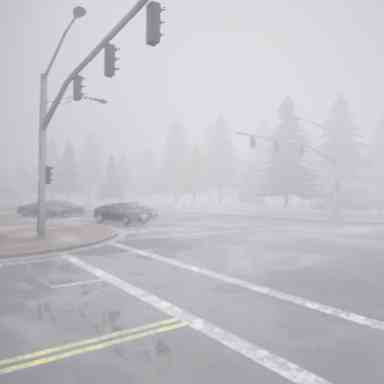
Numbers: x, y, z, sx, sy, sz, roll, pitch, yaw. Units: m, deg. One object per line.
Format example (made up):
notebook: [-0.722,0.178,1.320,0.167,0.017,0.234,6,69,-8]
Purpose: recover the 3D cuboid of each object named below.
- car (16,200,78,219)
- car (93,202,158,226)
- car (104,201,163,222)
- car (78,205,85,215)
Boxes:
car: [-13.206,1.575,29.675,5.357,1.411,2.033,0,0,25]
car: [-5.144,1.564,24.139,4.902,1.511,2.128,0,-1,38]
car: [-5.071,1.599,28.693,4.902,1.511,2.128,0,-1,35]
car: [-13.028,1.535,33.309,5.008,1.535,1.882,0,0,22]
